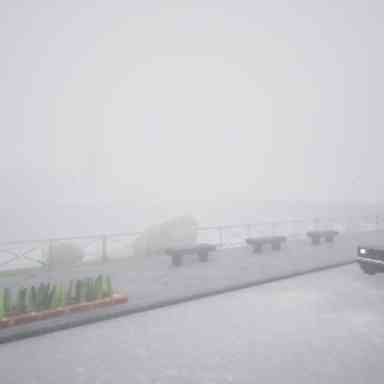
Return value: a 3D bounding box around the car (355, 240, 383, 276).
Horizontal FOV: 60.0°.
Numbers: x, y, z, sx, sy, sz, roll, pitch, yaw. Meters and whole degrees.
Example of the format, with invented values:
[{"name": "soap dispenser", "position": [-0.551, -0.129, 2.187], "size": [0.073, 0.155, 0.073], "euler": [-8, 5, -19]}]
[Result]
[{"name": "car", "position": [6.612, 1.631, 9.322], "size": [4.718, 1.301, 1.895], "euler": [0, 0, -36]}]
